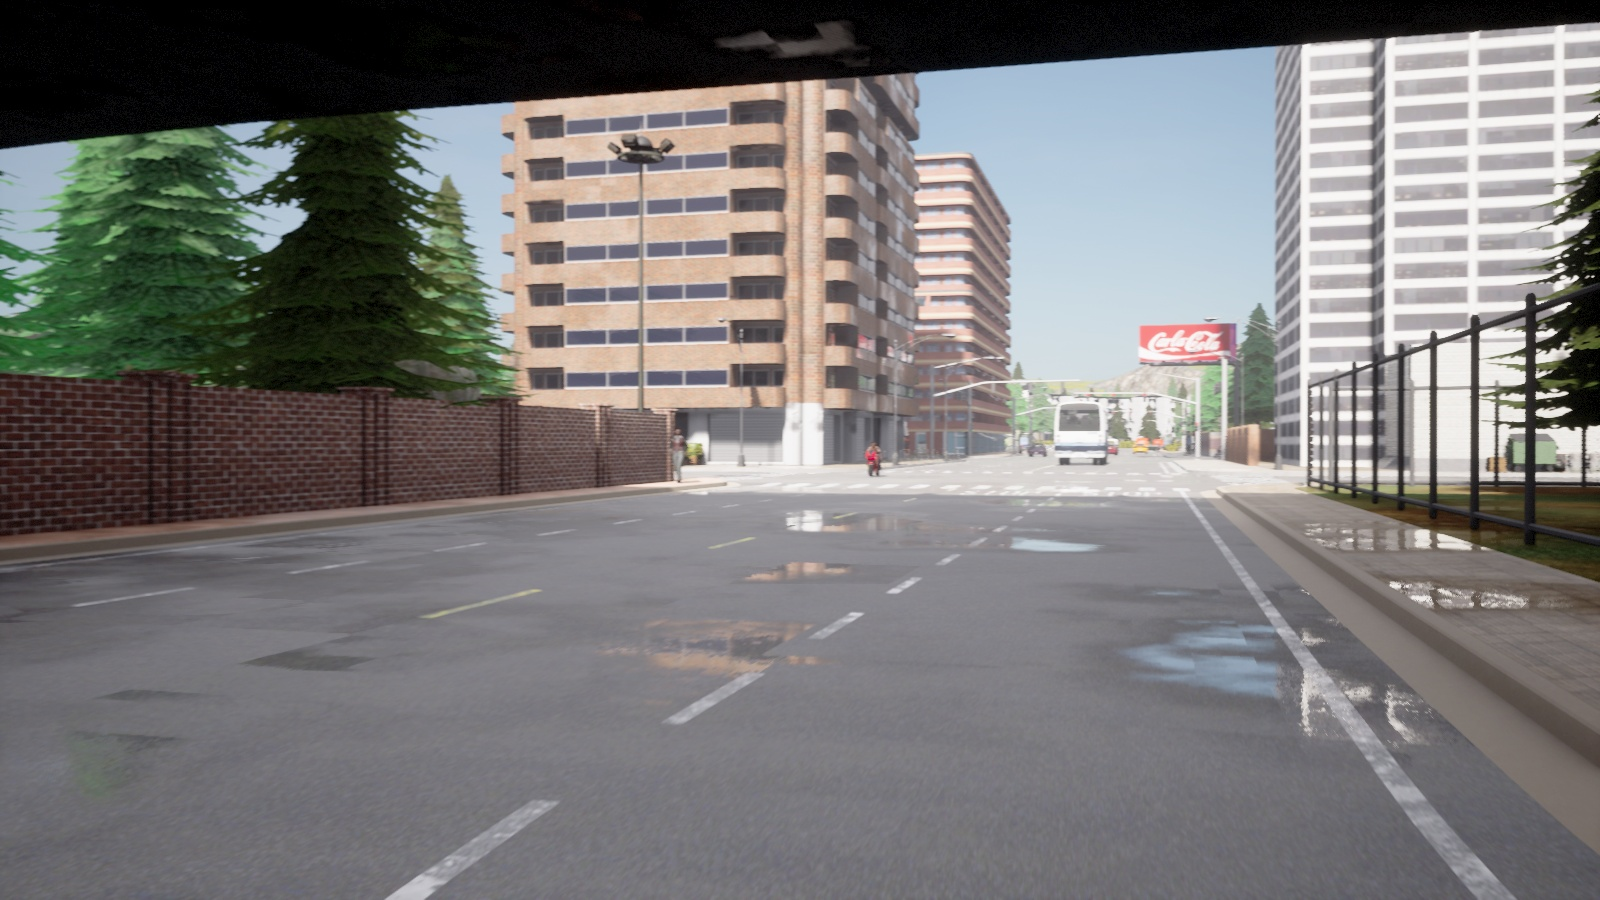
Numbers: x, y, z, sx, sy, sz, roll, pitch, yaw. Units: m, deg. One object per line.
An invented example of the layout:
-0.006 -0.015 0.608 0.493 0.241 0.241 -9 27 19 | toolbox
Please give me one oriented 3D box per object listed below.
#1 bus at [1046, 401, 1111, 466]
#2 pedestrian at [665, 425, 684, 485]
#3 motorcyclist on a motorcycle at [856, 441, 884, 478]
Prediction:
19.535 -1.084 87.521 3.944 4.253 10.273 0 0 15 | bus
-4.113 0.163 41.147 0.402 1.930 0.666 0 0 14 | pedestrian
2.998 0.403 53.474 0.797 1.523 2.044 0 0 15 | motorcyclist on a motorcycle
